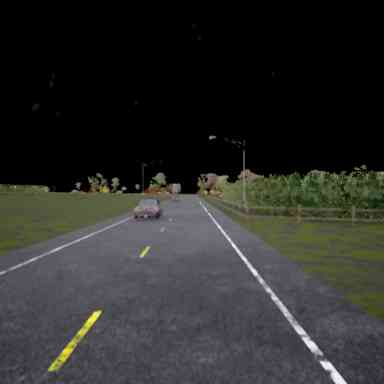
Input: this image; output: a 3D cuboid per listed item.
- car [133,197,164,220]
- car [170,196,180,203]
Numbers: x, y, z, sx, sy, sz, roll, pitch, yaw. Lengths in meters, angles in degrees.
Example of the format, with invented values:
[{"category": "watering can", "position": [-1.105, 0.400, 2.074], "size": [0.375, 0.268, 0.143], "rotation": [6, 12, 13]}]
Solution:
[{"category": "car", "position": [-3.606, 1.330, 28.183], "size": [2.097, 1.767, 4.553], "rotation": [0, 0, 0]}, {"category": "car", "position": [-3.523, 1.462, 68.909], "size": [1.994, 1.385, 4.181], "rotation": [0, 0, 0]}]
